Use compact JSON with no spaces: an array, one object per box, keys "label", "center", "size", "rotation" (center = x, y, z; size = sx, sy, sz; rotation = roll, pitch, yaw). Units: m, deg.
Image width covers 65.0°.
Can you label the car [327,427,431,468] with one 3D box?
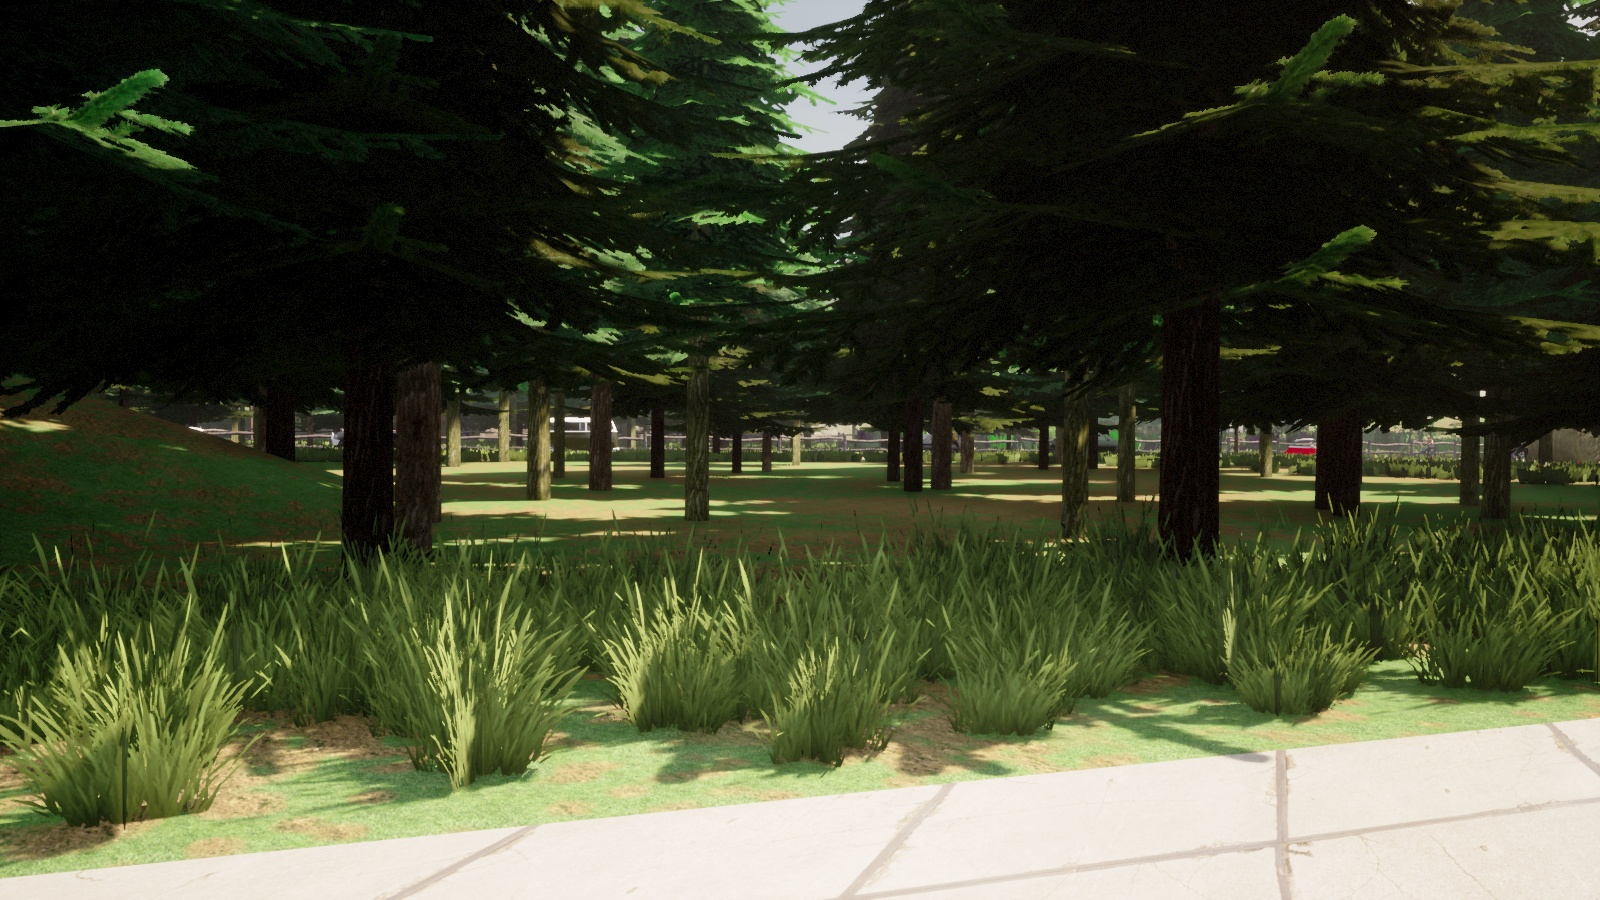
[{"label":"car","center":[-20.162,-0.146,60.132],"size":[4.605,1.855,1.932],"rotation":[-1,1,-21]}]

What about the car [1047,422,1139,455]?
[{"label":"car","center":[16.316,-0.667,70.013],"size":[4.553,1.767,2.097],"rotation":[-1,1,-19]}]

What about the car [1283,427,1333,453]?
[{"label":"car","center":[28.048,-0.556,69.337],"size":[2.207,1.376,1.481],"rotation":[0,1,42]}]

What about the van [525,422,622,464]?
[{"label":"van","center":[-11.461,-0.387,63.432],"size":[4.480,2.038,2.069],"rotation":[-1,1,-21]}]

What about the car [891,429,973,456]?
[{"label":"car","center":[7.406,-0.425,70.589],"size":[4.193,1.474,1.816],"rotation":[-1,1,-20]}]
